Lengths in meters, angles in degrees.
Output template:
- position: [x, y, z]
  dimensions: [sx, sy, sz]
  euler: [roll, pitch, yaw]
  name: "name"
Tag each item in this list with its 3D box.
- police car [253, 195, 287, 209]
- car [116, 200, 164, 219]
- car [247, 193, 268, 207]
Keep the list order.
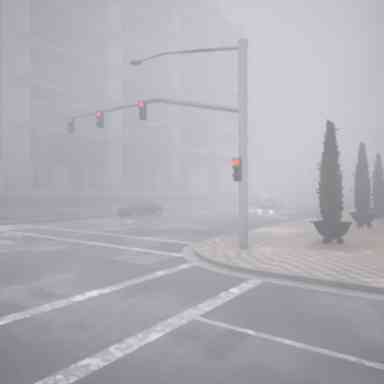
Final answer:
- position: [10.698, 1.555, 45.421]
  dimensions: [2.038, 1.542, 4.974]
  euler: [0, 0, 36]
  name: "police car"
- position: [-4.684, 1.540, 30.305]
  dimensions: [1.882, 1.535, 5.008]
  euler: [0, 0, 36]
  name: "car"
- position: [8.969, 1.412, 49.117]
  dimensions: [2.097, 1.767, 4.553]
  euler: [0, 0, 36]
  name: "car"
